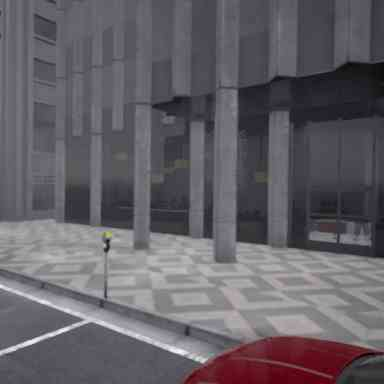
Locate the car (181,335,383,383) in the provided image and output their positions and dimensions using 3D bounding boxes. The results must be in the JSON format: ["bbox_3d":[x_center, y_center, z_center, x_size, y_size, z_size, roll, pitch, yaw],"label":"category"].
[{"bbox_3d":[1.890,1.553,1.610,4.507,1.381,1.887,1,1,36],"label":"car"}]
